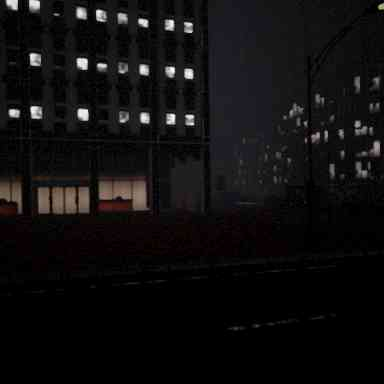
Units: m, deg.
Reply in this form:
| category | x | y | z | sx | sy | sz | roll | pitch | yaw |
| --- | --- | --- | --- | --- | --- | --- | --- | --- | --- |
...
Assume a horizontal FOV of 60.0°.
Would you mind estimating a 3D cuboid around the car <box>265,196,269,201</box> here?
| category | x | y | z | sx | sy | sz | roll | pitch | yaw |
| --- | --- | --- | --- | --- | --- | --- | --- | --- | --- |
| car | 14.445 | 1.040 | 58.541 | 1.802 | 1.307 | 4.206 | 0 | 1 | -17 |

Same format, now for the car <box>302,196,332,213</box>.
| category | x | y | z | sx | sy | sz | roll | pitch | yaw |
| --- | --- | --- | --- | --- | --- | --- | --- | --- | --- |
| car | 13.034 | 1.386 | 34.318 | 1.802 | 1.307 | 4.206 | 0 | 1 | -17 |

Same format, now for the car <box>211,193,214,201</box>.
| category | x | y | z | sx | sy | sz | roll | pitch | yaw |
| --- | --- | --- | --- | --- | --- | --- | --- | --- | --- |
| car | 3.085 | 1.038 | 66.933 | 2.008 | 1.369 | 4.403 | 0 | 1 | -17 |

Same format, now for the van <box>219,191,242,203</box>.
| category | x | y | z | sx | sy | sz | roll | pitch | yaw |
| --- | --- | --- | --- | --- | --- | --- | --- | --- | --- |
| van | 6.437 | 0.936 | 56.069 | 1.690 | 1.788 | 3.998 | 0 | 1 | -17 |

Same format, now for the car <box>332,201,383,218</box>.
| category | x | y | z | sx | sy | sz | roll | pitch | yaw |
| --- | --- | --- | --- | --- | --- | --- | --- | --- | --- |
| car | 14.693 | 1.422 | 28.879 | 1.947 | 1.339 | 4.313 | 0 | 1 | -17 |

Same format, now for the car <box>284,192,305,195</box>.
| category | x | y | z | sx | sy | sz | roll | pitch | yaw |
| --- | --- | --- | --- | --- | --- | --- | --- | --- | --- |
| car | 13.626 | 1.051 | 41.537 | 2.097 | 1.767 | 4.553 | -1 | 1 | -17 |

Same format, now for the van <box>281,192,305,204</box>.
| category | x | y | z | sx | sy | sz | roll | pitch | yaw |
| --- | --- | --- | --- | --- | --- | --- | --- | --- | --- |
| van | 16.119 | 0.852 | 53.108 | 1.690 | 1.788 | 3.998 | 0 | 1 | -17 |

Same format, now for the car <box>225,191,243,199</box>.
| category | x | y | z | sx | sy | sz | roll | pitch | yaw |
| --- | --- | --- | --- | --- | --- | --- | --- | --- | --- |
| car | 9.416 | 0.612 | 74.831 | 2.192 | 1.841 | 5.009 | 0 | 1 | -17 |

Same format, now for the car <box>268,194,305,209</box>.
| category | x | y | z | sx | sy | sz | roll | pitch | yaw |
| --- | --- | --- | --- | --- | --- | --- | --- | --- | --- |
| car | 11.414 | 1.318 | 39.765 | 1.947 | 1.339 | 4.313 | 0 | 1 | -17 |

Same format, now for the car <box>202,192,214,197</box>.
| category | x | y | z | sx | sy | sz | roll | pitch | yaw |
| --- | --- | --- | --- | --- | --- | --- | --- | --- | --- |
| car | 4.389 | 0.686 | 91.126 | 2.008 | 1.369 | 4.403 | 0 | 1 | -17 |

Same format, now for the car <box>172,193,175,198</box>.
| category | x | y | z | sx | sy | sz | roll | pitch | yaw |
| --- | --- | --- | --- | --- | --- | --- | --- | --- | --- |
| car | -3.618 | 0.712 | 88.655 | 1.967 | 1.590 | 4.097 | 0 | 1 | -17 |

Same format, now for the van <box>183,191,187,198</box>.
| category | x | y | z | sx | sy | sz | roll | pitch | yaw |
| --- | --- | --- | --- | --- | --- | --- | --- | --- | --- |
| van | -1.943 | 0.667 | 83.224 | 1.690 | 1.788 | 3.998 | 0 | 1 | -17 |

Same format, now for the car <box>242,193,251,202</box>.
| category | x | y | z | sx | sy | sz | roll | pitch | yaw |
| --- | --- | --- | --- | --- | --- | --- | --- | --- | --- |
| car | 8.122 | 1.021 | 59.706 | 1.882 | 1.535 | 5.008 | -1 | 1 | -17 |
